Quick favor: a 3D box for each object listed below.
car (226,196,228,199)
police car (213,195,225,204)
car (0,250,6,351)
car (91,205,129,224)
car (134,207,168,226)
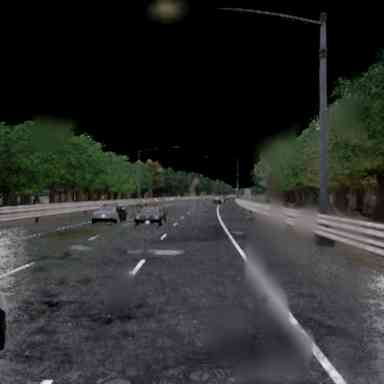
[{"bbox_3d":[8.040,1.865,92.494,2.150,2.045,5.566,0,0,9],"label":"car"},{"bbox_3d":[5.899,1.937,76.966,1.930,1.638,5.238,0,0,7],"label":"police car"},{"bbox_3d":[-3.369,1.502,2.447,2.128,1.511,4.902,0,0,0],"label":"car"},{"bbox_3d":[-6.307,1.704,25.964,1.994,1.385,4.181,0,0,2],"label":"car"},{"bbox_3d":[-2.879,1.735,24.364,1.895,1.301,4.718,0,0,2],"label":"car"}]
